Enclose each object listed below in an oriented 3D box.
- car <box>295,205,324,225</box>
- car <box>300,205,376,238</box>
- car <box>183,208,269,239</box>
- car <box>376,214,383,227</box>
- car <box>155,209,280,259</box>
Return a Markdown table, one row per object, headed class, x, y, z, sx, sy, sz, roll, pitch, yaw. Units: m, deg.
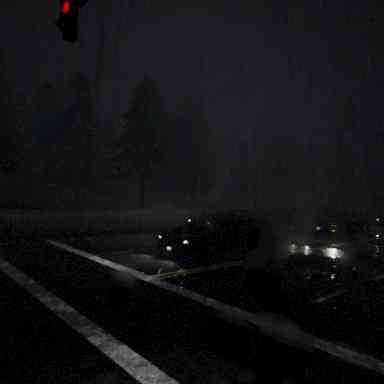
| class | x | y | z | sx | sy | sz | roll | pitch | yaw |
| --- | --- | --- | --- | --- | --- | --- | --- | --- | --- |
| car | 9.655 | 1.742 | 24.903 | 5.008 | 1.535 | 1.882 | 2 | 0 | -41 |
| car | 8.553 | 1.745 | 19.303 | 4.892 | 1.490 | 1.837 | 2 | 0 | -41 |
| car | 1.967 | 1.626 | 18.197 | 4.718 | 1.301 | 1.895 | 2 | 0 | -41 |
| car | 16.152 | 2.023 | 25.907 | 5.357 | 1.411 | 2.033 | 2 | 0 | -41 |
| car | 1.228 | 1.560 | 12.902 | 5.357 | 1.411 | 2.033 | 2 | 0 | -41 |
